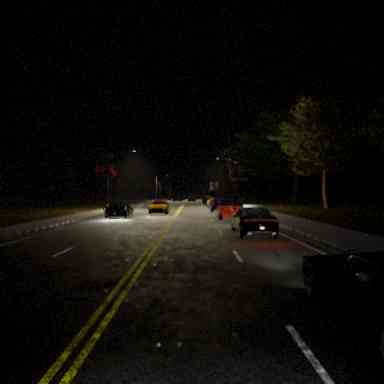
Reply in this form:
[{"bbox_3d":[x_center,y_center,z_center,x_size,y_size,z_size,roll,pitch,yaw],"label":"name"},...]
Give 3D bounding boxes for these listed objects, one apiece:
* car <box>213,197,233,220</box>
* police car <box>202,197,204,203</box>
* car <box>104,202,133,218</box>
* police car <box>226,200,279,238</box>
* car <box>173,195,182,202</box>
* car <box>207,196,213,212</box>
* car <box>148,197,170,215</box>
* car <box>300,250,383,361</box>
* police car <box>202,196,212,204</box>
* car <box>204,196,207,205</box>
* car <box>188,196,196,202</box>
[{"bbox_3d":[3.239,1.420,28.816,2.097,1.767,4.553,0,0,0],"label":"car"},{"bbox_3d":[3.227,1.594,61.961,1.930,1.638,5.238,0,0,0],"label":"police car"},{"bbox_3d":[-6.608,1.636,30.353,1.994,1.385,4.181,0,0,0],"label":"car"},{"bbox_3d":[3.243,1.463,17.954,1.930,1.638,5.238,0,0,0],"label":"police car"},{"bbox_3d":[-3.279,1.500,76.636,1.882,1.535,5.008,0,0,0],"label":"car"},{"bbox_3d":[3.235,1.451,39.817,2.097,1.767,4.553,0,0,0],"label":"car"},{"bbox_3d":[-3.358,1.561,34.623,1.882,1.535,5.008,0,0,0],"label":"car"},{"bbox_3d":[3.349,1.610,5.418,1.895,1.301,4.718,0,0,0],"label":"car"},{"bbox_3d":[3.223,1.630,72.962,1.930,1.638,5.238,0,0,0],"label":"police car"},{"bbox_3d":[3.231,1.589,51.038,1.801,1.575,5.366,0,0,0],"label":"car"},{"bbox_3d":[-0.030,1.617,81.451,2.033,1.411,5.357,0,0,0],"label":"car"}]
